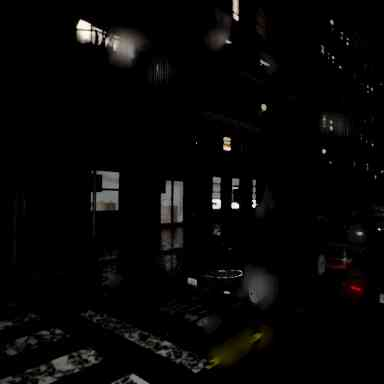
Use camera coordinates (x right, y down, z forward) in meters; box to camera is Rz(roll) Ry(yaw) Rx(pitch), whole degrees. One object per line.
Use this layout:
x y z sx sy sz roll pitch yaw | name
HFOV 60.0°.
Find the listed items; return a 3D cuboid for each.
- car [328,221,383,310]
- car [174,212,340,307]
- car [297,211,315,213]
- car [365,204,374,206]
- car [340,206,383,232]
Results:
4.676 1.530 6.907 1.812 1.442 4.674 0 0 43 | car
1.730 1.483 8.321 1.882 1.535 5.008 0 0 44 | car
5.221 1.592 15.833 1.802 1.307 4.206 1 1 43 | car
12.650 1.540 23.826 1.752 1.417 4.829 1 1 43 | car
8.444 1.574 15.509 1.994 1.385 4.181 0 0 43 | car
